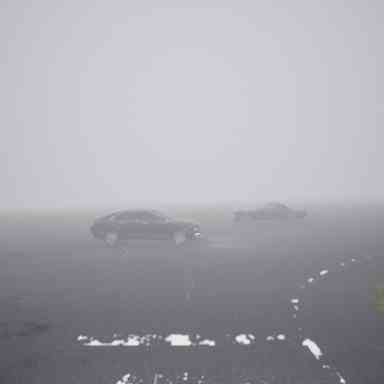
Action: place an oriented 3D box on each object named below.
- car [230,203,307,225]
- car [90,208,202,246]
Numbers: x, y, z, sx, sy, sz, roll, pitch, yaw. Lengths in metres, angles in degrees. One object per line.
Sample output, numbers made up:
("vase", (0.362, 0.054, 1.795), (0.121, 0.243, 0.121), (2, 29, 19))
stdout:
("car", (4.916, 1.399, 21.855), (4.718, 1.301, 1.895), (-1, 2, 0))
("car", (-2.007, 1.491, 14.880), (4.892, 1.490, 1.837), (0, 1, 0))
